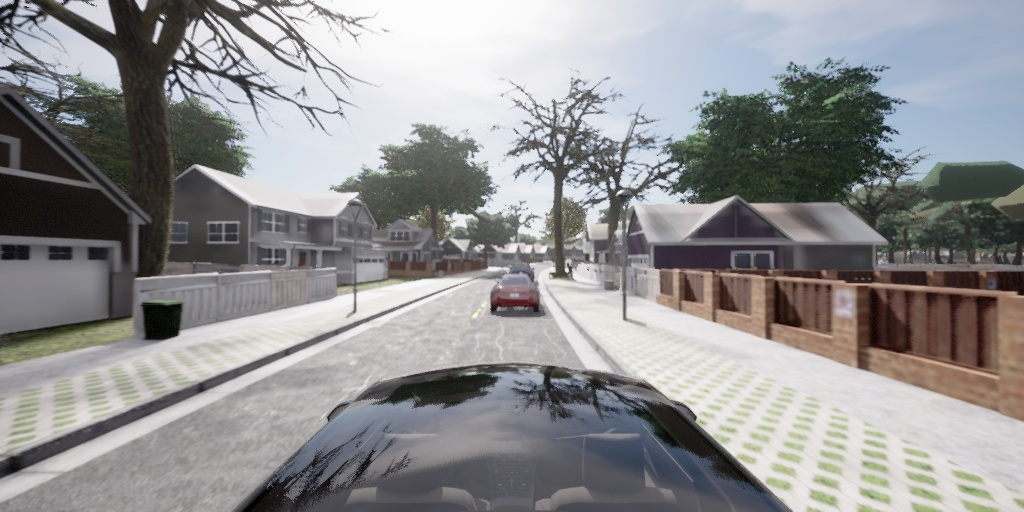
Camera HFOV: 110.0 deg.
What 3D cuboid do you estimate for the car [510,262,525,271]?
[{"bbox_3d":[0.933,1.774,59.372,1.994,1.385,4.181,0,0,8],"label":"car"}]

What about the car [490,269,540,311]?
[{"bbox_3d":[0.167,1.448,15.359,1.994,1.385,4.181,0,0,2],"label":"car"}]

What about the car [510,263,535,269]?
[{"bbox_3d":[0.849,1.367,30.153,2.097,1.767,4.553,0,-1,4],"label":"car"}]
